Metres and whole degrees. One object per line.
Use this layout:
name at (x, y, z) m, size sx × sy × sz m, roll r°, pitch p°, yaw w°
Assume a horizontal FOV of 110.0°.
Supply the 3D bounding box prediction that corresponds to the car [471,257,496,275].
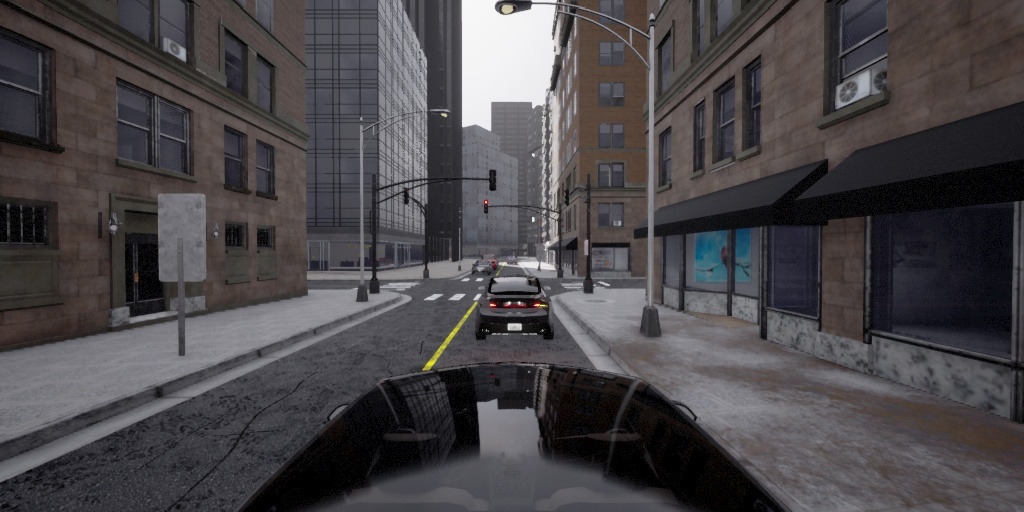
car at (-3.143, 1.163, 37.989) m, size 2.128 × 1.511 × 4.902 m, roll 0°, pitch 0°, yaw 0°

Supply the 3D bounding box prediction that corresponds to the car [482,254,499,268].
car at (-3.162, 0.810, 48.294) m, size 2.150 × 2.045 × 5.566 m, roll 0°, pitch 1°, yaw 0°

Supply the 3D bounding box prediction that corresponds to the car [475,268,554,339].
car at (0.068, 1.252, 10.001) m, size 1.837 × 1.490 × 4.892 m, roll 0°, pitch 0°, yaw 0°
